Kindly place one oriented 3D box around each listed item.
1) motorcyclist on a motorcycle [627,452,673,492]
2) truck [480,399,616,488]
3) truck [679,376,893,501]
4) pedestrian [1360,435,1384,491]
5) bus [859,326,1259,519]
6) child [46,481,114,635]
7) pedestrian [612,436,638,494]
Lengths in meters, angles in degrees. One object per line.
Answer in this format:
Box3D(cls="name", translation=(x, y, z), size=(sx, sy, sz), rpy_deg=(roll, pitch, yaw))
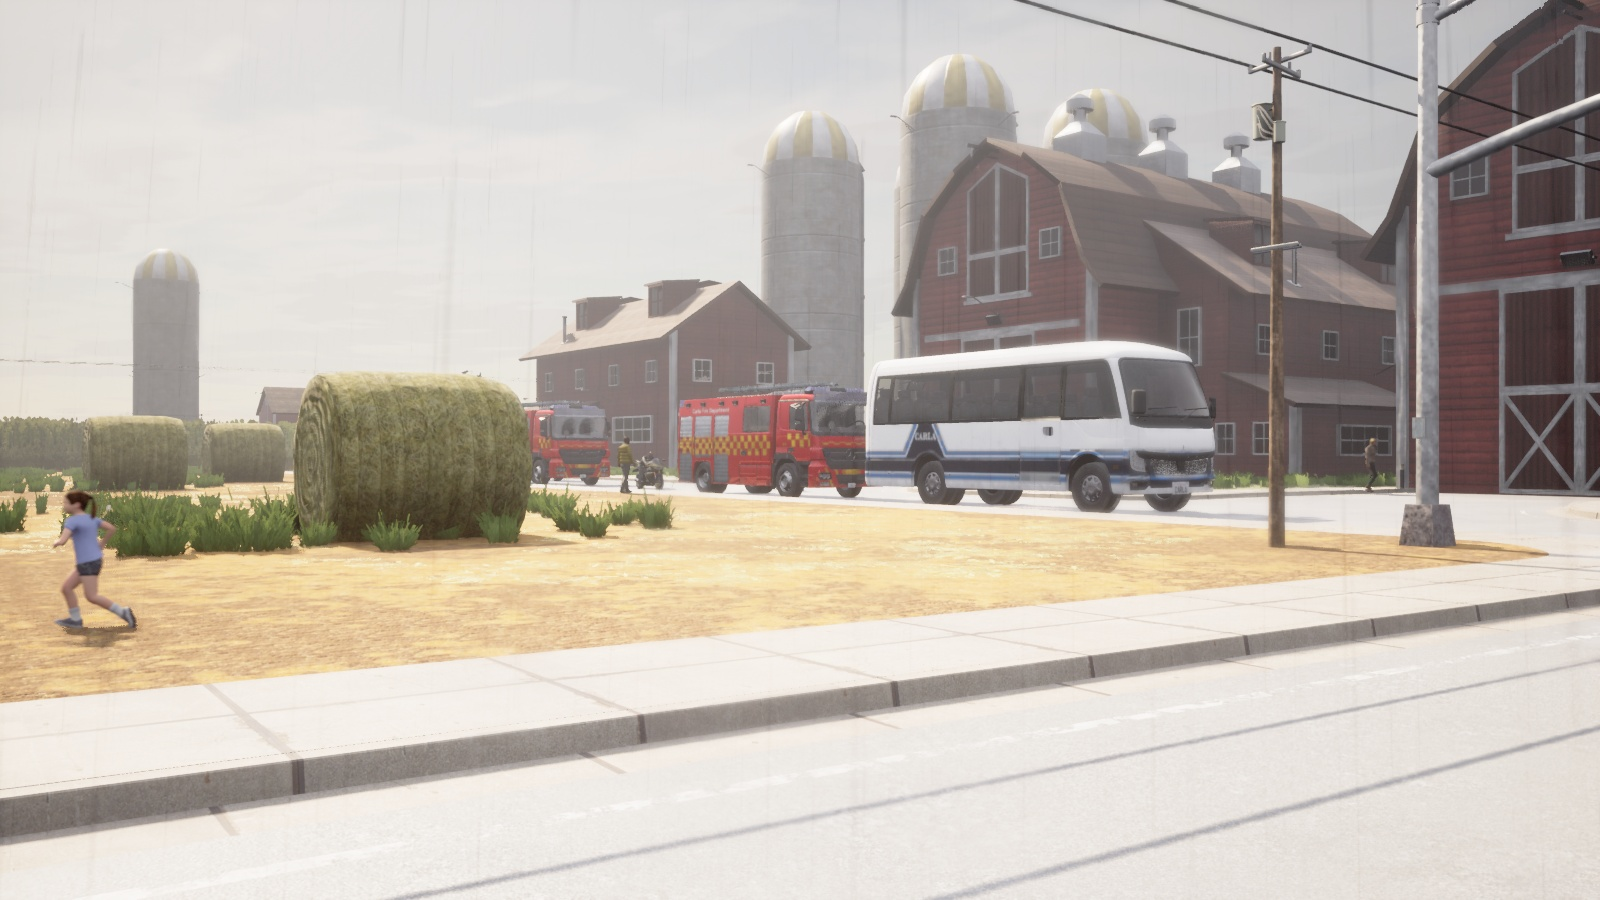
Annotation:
Box3D(cls="motorcyclist on a motorcycle", translation=(-5.970, 0.870, 49.922), size=(0.866, 1.530, 2.191), rpy_deg=(-1, 0, -36))
Box3D(cls="truck", translation=(-11.784, -0.282, 57.960), size=(2.891, 3.827, 8.468), rpy_deg=(0, 0, -36))
Box3D(cls="truck", translation=(-0.707, -0.342, 42.652), size=(2.891, 3.827, 8.468), rpy_deg=(0, 0, -36))
Box3D(cls="pedestrian", translation=(18.963, 0.420, 41.611), size=(0.331, 1.846, 0.634), rpy_deg=(0, 0, -37))
Box3D(cls="bus", translation=(6.317, -0.595, 32.948), size=(3.944, 4.253, 10.273), rpy_deg=(0, 0, -36))
Box3D(cls="child", translation=(-5.339, 0.790, 9.325), size=(0.394, 1.110, 0.255), rpy_deg=(0, 0, -18))
Box3D(cls="pedestrian", translation=(-5.528, 0.476, 39.721), size=(0.726, 1.835, 0.370), rpy_deg=(0, 0, -44))
